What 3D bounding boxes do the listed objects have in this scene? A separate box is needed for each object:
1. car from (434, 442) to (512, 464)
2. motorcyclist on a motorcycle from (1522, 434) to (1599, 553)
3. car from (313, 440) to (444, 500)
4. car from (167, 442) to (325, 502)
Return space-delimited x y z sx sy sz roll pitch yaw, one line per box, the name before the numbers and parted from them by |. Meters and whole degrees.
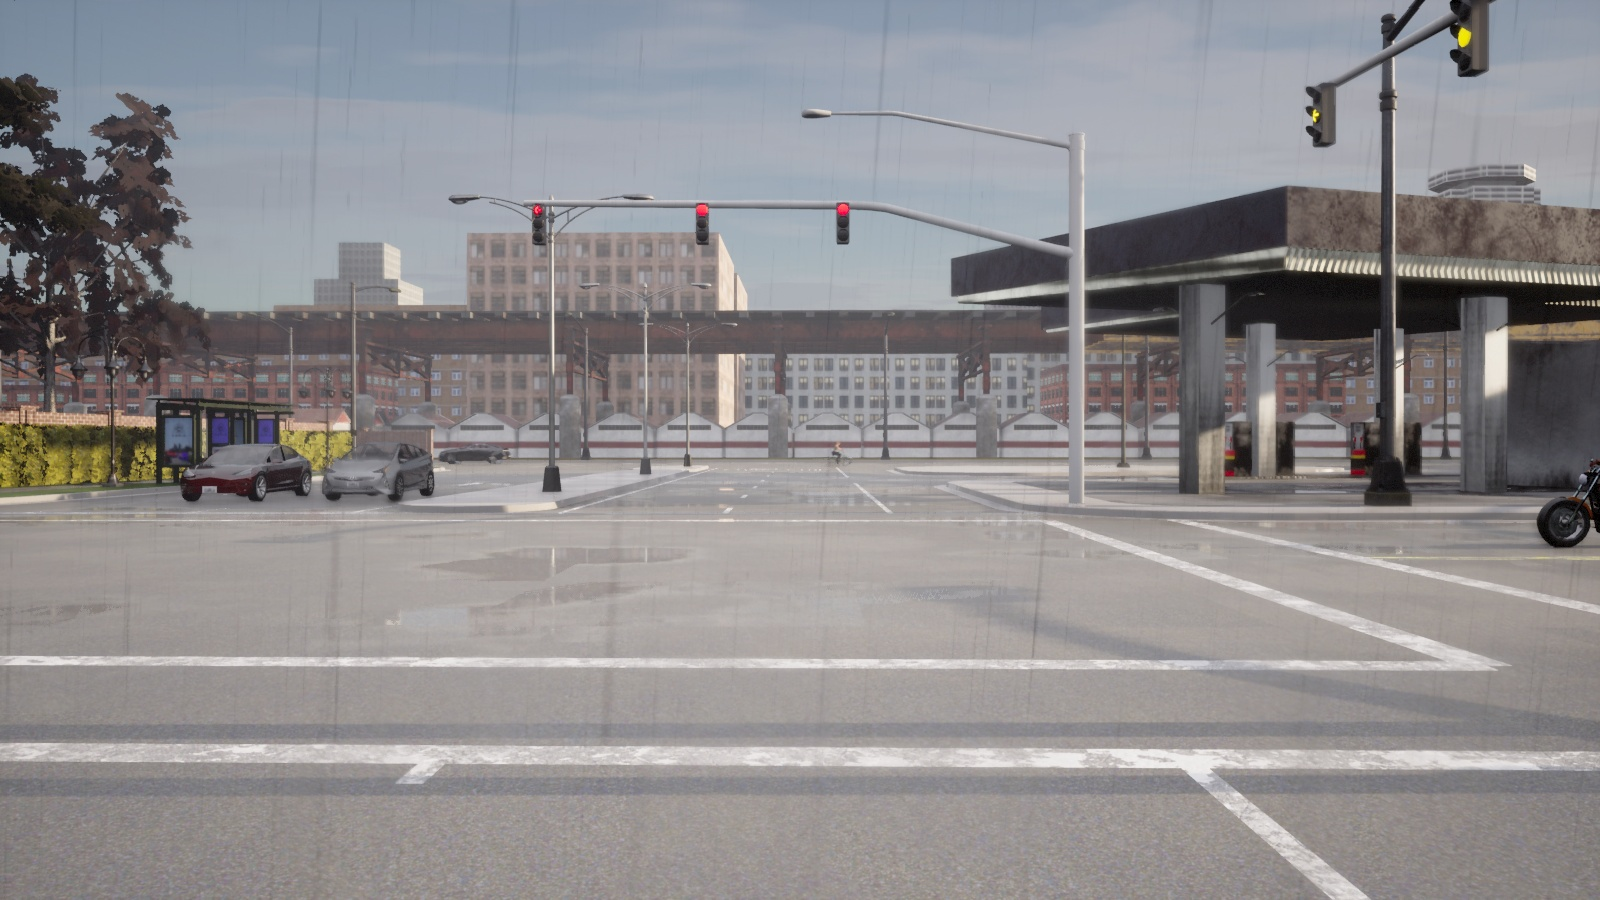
car | -22.814 0.189 87.793 4.902 1.511 2.128 0 0 1
motorcyclist on a motorcycle | 11.649 0.606 17.834 2.350 1.649 0.766 0 0 -1
car | -11.300 0.492 34.023 2.007 1.525 4.514 0 0 0
car | -14.822 0.543 33.925 2.163 1.488 4.792 0 0 0
